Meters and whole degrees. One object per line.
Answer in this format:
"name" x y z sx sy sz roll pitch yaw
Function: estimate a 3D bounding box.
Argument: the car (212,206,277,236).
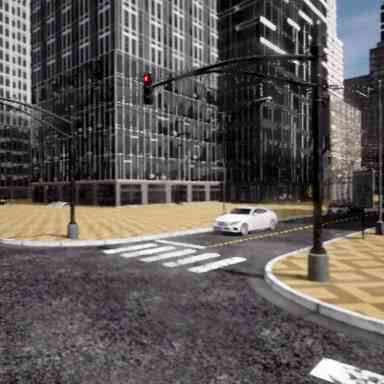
"car" 3.069 1.509 18.674 1.812 1.442 4.674 0 0 42

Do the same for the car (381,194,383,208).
"car" 26.433 1.121 44.147 2.150 2.045 5.566 0 0 42

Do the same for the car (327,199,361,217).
"car" 14.063 1.386 30.729 2.128 1.511 4.902 0 0 42
